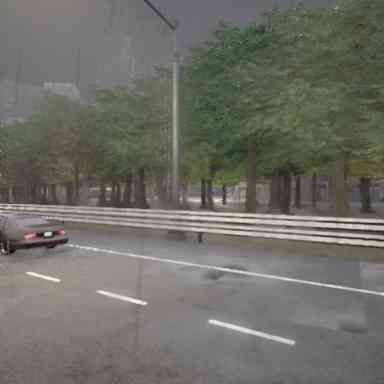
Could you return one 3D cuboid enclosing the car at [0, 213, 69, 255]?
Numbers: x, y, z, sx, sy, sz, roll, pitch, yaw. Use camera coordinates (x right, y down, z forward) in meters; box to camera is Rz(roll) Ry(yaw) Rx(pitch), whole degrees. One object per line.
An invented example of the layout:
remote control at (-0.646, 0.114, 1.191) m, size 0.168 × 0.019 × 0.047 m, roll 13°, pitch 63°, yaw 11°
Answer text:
car at (-7.160, 1.550, 13.269) m, size 5.357 × 1.411 × 2.033 m, roll 0°, pitch 0°, yaw 35°
